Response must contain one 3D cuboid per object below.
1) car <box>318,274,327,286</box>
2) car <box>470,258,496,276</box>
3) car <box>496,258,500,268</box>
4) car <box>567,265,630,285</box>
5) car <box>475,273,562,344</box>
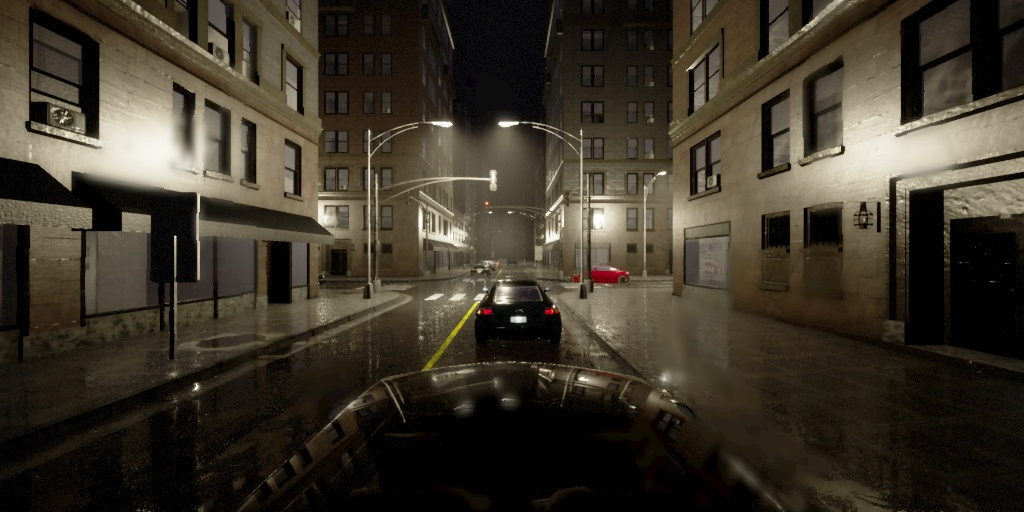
[{"bbox_3d":[-14.079,1.387,21.971,4.718,1.301,1.895,0,0,0],"label":"car"},{"bbox_3d":[-3.083,1.240,36.420,2.128,1.511,4.902,0,0,0],"label":"car"},{"bbox_3d":[-3.082,1.293,46.902,2.033,1.411,5.357,0,0,0],"label":"car"},{"bbox_3d":[5.958,1.295,24.890,4.181,1.385,1.994,0,0,-5],"label":"car"},{"bbox_3d":[0.117,1.314,9.592,1.994,1.385,4.181,0,0,-1],"label":"car"}]
